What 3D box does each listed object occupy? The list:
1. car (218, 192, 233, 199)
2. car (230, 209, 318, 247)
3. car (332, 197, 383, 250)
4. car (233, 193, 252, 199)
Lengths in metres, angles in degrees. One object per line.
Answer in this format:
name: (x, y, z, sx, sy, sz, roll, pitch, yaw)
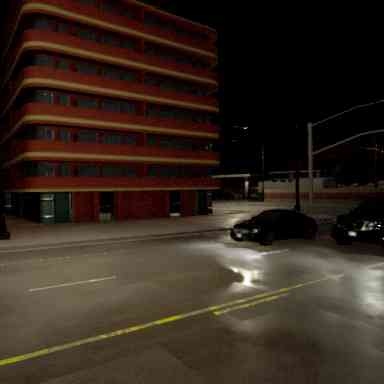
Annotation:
car: (8.936, 0.930, 86.187, 4.611, 1.667, 2.242, -1, 1, -35)
car: (3.880, 1.552, 15.312, 4.674, 1.442, 1.812, 0, 0, -35)
car: (8.331, 1.231, 14.160, 5.566, 2.045, 2.150, 0, 0, -35)
car: (12.907, 1.061, 81.965, 3.806, 1.475, 1.970, -1, 1, -35)
